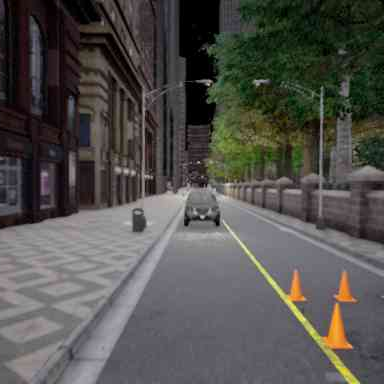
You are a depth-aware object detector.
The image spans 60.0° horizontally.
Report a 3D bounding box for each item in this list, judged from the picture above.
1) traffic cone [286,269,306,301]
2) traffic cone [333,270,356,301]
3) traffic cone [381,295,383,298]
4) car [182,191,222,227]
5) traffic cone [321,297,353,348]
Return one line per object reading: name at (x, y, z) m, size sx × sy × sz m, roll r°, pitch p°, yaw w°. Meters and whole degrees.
traffic cone at (2.149, 1.900, 6.881) m, size 0.340 × 0.580 × 0.340 m, roll 0°, pitch 1°, yaw 1°
traffic cone at (3.149, 1.908, 6.869) m, size 0.340 × 0.580 × 0.340 m, roll 0°, pitch 1°, yaw 1°
traffic cone at (4.148, 1.916, 6.856) m, size 0.340 × 0.580 × 0.340 m, roll 0°, pitch 1°, yaw 1°
car at (0.613, 0.990, 21.340) m, size 2.150 × 2.045 × 5.566 m, roll 0°, pitch 1°, yaw 1°
traffic cone at (2.124, 1.921, 4.882) m, size 0.340 × 0.580 × 0.340 m, roll 0°, pitch 1°, yaw 1°
